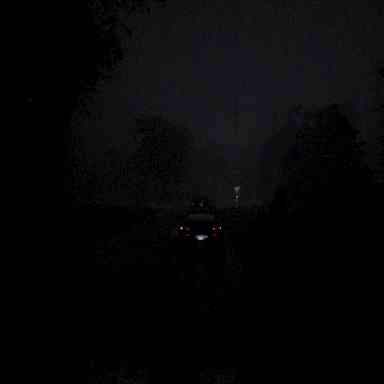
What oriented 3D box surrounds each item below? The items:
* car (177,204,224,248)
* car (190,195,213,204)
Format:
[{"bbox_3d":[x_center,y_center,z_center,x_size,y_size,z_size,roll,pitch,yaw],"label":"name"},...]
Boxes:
[{"bbox_3d":[0.377,1.445,14.306,1.812,1.442,4.674,0,0,1],"label":"car"},{"bbox_3d":[0.891,1.113,30.854,2.097,1.767,4.553,0,1,2],"label":"car"}]
